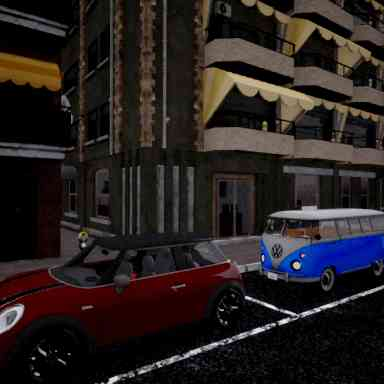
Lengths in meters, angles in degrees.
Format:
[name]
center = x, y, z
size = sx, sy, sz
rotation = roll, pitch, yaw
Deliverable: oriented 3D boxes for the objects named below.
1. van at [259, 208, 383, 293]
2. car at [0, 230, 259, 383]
[van]
center = 3.494, 1.343, 8.582
size = 3.998, 1.788, 1.690
rotation = 0, 0, -35
[car]
center = -1.140, 1.440, 5.280
size = 4.097, 1.590, 1.967
rotation = 0, 0, -35
